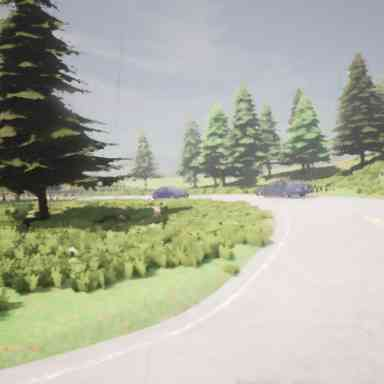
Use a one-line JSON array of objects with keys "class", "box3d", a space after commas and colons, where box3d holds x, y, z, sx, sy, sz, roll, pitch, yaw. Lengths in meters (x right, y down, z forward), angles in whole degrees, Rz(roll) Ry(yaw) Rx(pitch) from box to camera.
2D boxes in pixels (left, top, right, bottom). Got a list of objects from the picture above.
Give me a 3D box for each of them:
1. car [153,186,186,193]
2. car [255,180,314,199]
[{"class": "car", "box3d": [-2.264, 0.107, 33.993, 1.812, 1.442, 4.674, -6, 3, -42]}, {"class": "car", "box3d": [7.426, -0.268, 27.388, 2.033, 1.411, 5.357, -5, 3, -27]}]
